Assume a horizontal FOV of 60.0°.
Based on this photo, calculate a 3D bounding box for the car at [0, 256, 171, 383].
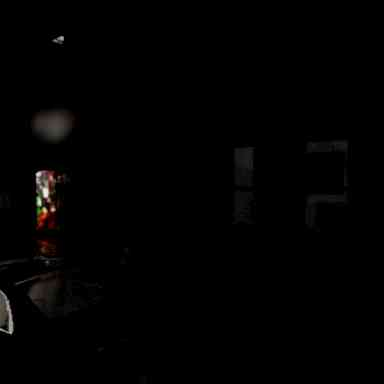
[{"bbox_3d":[-2.283,1.532,4.302,4.403,1.369,2.008,0,1,36],"label":"car"}]
